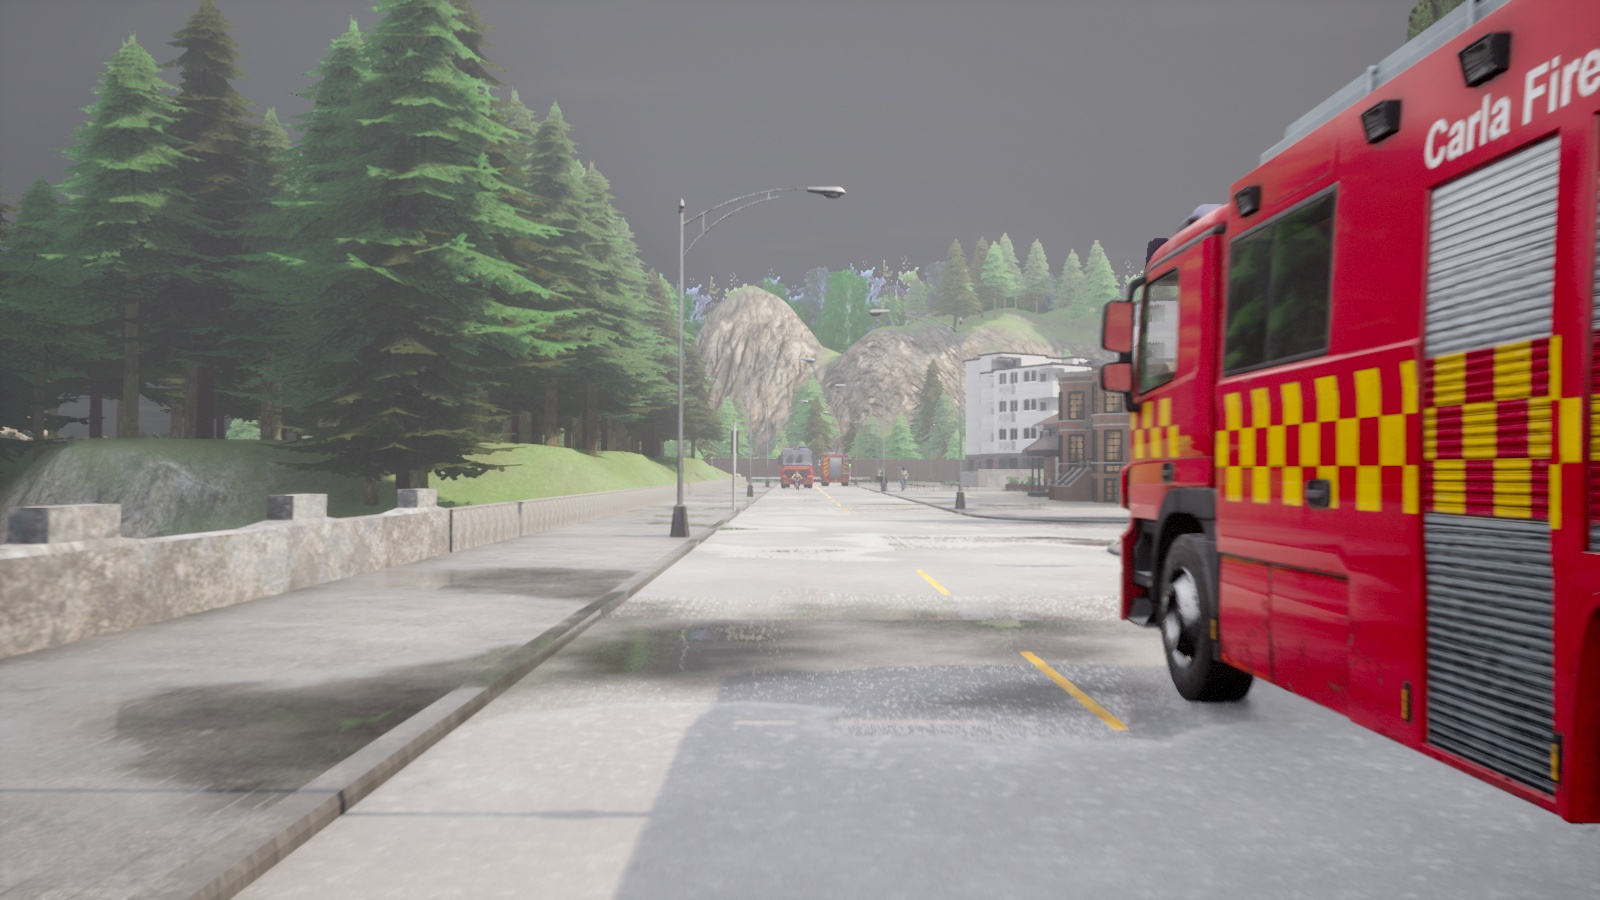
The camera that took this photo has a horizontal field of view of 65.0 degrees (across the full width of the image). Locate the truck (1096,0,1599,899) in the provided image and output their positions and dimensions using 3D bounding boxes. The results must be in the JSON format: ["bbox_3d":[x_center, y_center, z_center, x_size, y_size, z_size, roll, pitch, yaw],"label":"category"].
[{"bbox_3d":[3.980,-0.258,6.435,2.891,3.827,8.468,0,-1,0],"label":"truck"}]
